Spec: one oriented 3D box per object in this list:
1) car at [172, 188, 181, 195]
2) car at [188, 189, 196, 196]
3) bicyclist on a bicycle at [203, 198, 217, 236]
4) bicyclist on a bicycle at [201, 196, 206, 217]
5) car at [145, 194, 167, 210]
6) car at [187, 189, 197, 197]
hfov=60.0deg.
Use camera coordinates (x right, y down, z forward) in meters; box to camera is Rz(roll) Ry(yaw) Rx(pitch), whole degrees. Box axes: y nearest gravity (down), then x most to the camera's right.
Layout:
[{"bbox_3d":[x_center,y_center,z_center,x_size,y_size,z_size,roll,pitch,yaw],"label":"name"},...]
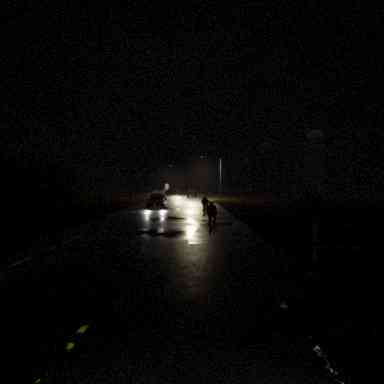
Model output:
[{"bbox_3d":[-3.522,-0.062,76.158,1.837,1.490,4.892,0,1,0],"label":"car"},{"bbox_3d":[-0.024,0.069,83.949,2.128,1.511,4.902,0,1,0],"label":"car"},{"bbox_3d":[0.961,1.262,15.900,0.582,1.620,1.656,0,1,0],"label":"bicyclist on a bicycle"},{"bbox_3d":[0.959,1.092,24.862,0.582,1.620,1.656,0,1,0],"label":"bicyclist on a bicycle"},{"bbox_3d":[-3.588,0.949,34.131,1.837,1.490,4.892,0,1,0],"label":"car"},{"bbox_3d":[-0.011,0.299,68.121,1.837,1.490,4.892,0,0,0],"label":"car"}]
